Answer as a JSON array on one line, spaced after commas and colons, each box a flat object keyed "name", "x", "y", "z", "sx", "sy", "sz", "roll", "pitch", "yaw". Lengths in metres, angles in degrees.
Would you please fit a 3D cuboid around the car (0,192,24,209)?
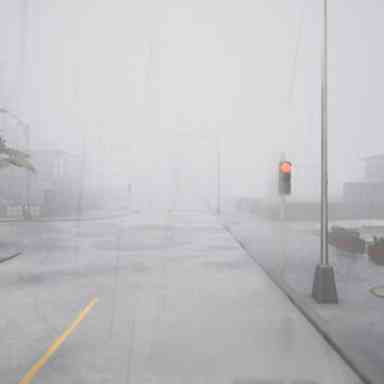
[{"name": "car", "x": -19.717, "y": 0.977, "z": 34.906, "sx": 1.905, "sy": 1.878, "sz": 3.866, "roll": 0, "pitch": 0, "yaw": 35}]
